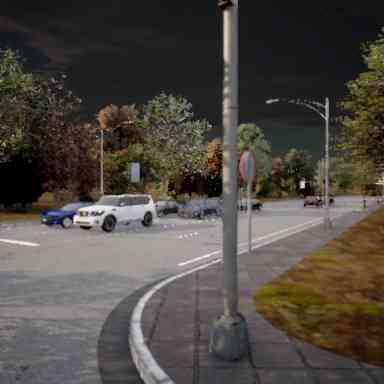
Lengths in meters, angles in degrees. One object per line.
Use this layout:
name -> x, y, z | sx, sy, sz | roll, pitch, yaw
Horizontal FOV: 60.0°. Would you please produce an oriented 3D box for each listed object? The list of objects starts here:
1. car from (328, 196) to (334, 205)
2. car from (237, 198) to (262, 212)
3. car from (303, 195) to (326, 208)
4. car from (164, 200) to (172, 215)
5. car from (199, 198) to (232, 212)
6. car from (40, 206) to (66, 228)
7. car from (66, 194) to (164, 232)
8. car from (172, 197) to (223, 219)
car -> 22.975, 1.442, 56.828 | 2.128, 1.511, 4.902 | 0, 0, 32
car -> 6.287, 1.422, 37.302 | 1.882, 1.535, 5.008 | 0, 0, 32
car -> 17.803, 1.305, 48.629 | 2.097, 1.767, 4.553 | 0, 0, 32
car -> -2.546, 1.461, 29.884 | 1.812, 1.442, 4.674 | 0, 0, 32
car -> 2.742, 1.459, 38.227 | 1.812, 1.442, 4.674 | 0, 0, 32
car -> -7.496, 1.415, 22.037 | 1.882, 1.535, 5.008 | 0, 0, 32
car -> -4.456, 1.170, 20.302 | 2.150, 2.045, 5.566 | 0, 0, 32
car -> 0.710, 1.299, 28.482 | 2.097, 1.767, 4.553 | 0, 0, 32
